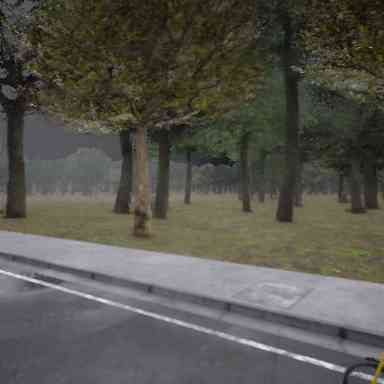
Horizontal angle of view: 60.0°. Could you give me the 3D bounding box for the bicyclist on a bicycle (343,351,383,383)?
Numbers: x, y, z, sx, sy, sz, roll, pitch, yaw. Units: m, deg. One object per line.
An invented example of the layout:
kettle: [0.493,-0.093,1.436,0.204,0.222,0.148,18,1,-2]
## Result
bicyclist on a bicycle: [2.190,1.437,3.053,1.509,1.612,0.866,0,0,36]
